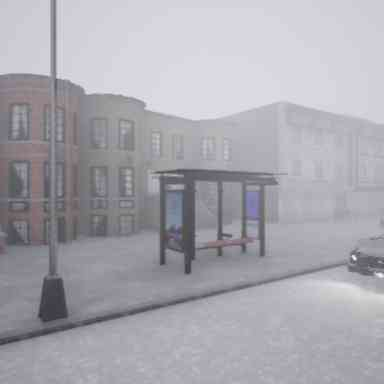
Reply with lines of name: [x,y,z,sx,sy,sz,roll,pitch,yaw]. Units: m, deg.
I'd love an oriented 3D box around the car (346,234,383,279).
car: [6.542,1.549,9.273,5.357,1.411,2.033,0,0,-35]
